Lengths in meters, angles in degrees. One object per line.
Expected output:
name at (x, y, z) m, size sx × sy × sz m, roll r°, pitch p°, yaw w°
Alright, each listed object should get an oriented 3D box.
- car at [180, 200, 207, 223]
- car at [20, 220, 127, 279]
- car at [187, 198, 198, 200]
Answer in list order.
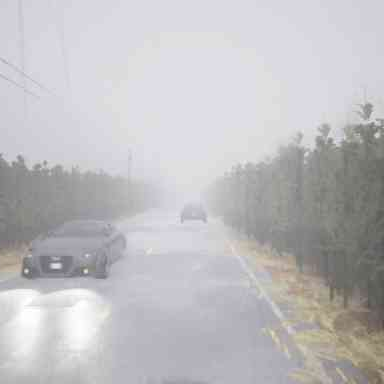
car at (0.103, 1.538, 25.530) m, size 1.994 × 1.385 × 4.181 m, roll 0°, pitch 0°, yaw 0°
car at (-3.206, 1.554, 9.839) m, size 1.994 × 1.385 × 4.181 m, roll 0°, pitch 0°, yaw 0°
car at (0.093, 1.484, 40.756) m, size 1.812 × 1.442 × 4.674 m, roll 0°, pitch 0°, yaw 0°
